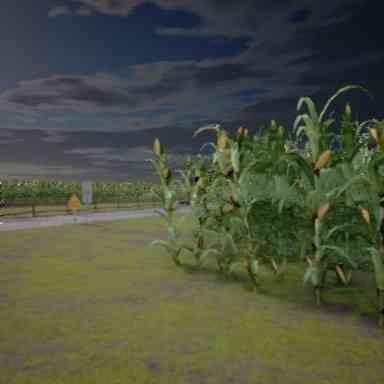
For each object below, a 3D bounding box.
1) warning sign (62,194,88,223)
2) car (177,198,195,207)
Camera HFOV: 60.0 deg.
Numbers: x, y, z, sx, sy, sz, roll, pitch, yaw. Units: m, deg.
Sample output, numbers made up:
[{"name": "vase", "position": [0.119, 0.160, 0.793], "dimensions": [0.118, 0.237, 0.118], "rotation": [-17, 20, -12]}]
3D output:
[{"name": "warning sign", "position": [-7.922, 1.076, 22.493], "dimensions": [1.300, 1.860, 1.060], "rotation": [1, 0, 29]}, {"name": "car", "position": [-0.465, 1.454, 47.878], "dimensions": [1.895, 1.301, 4.718], "rotation": [1, 0, 28]}]
